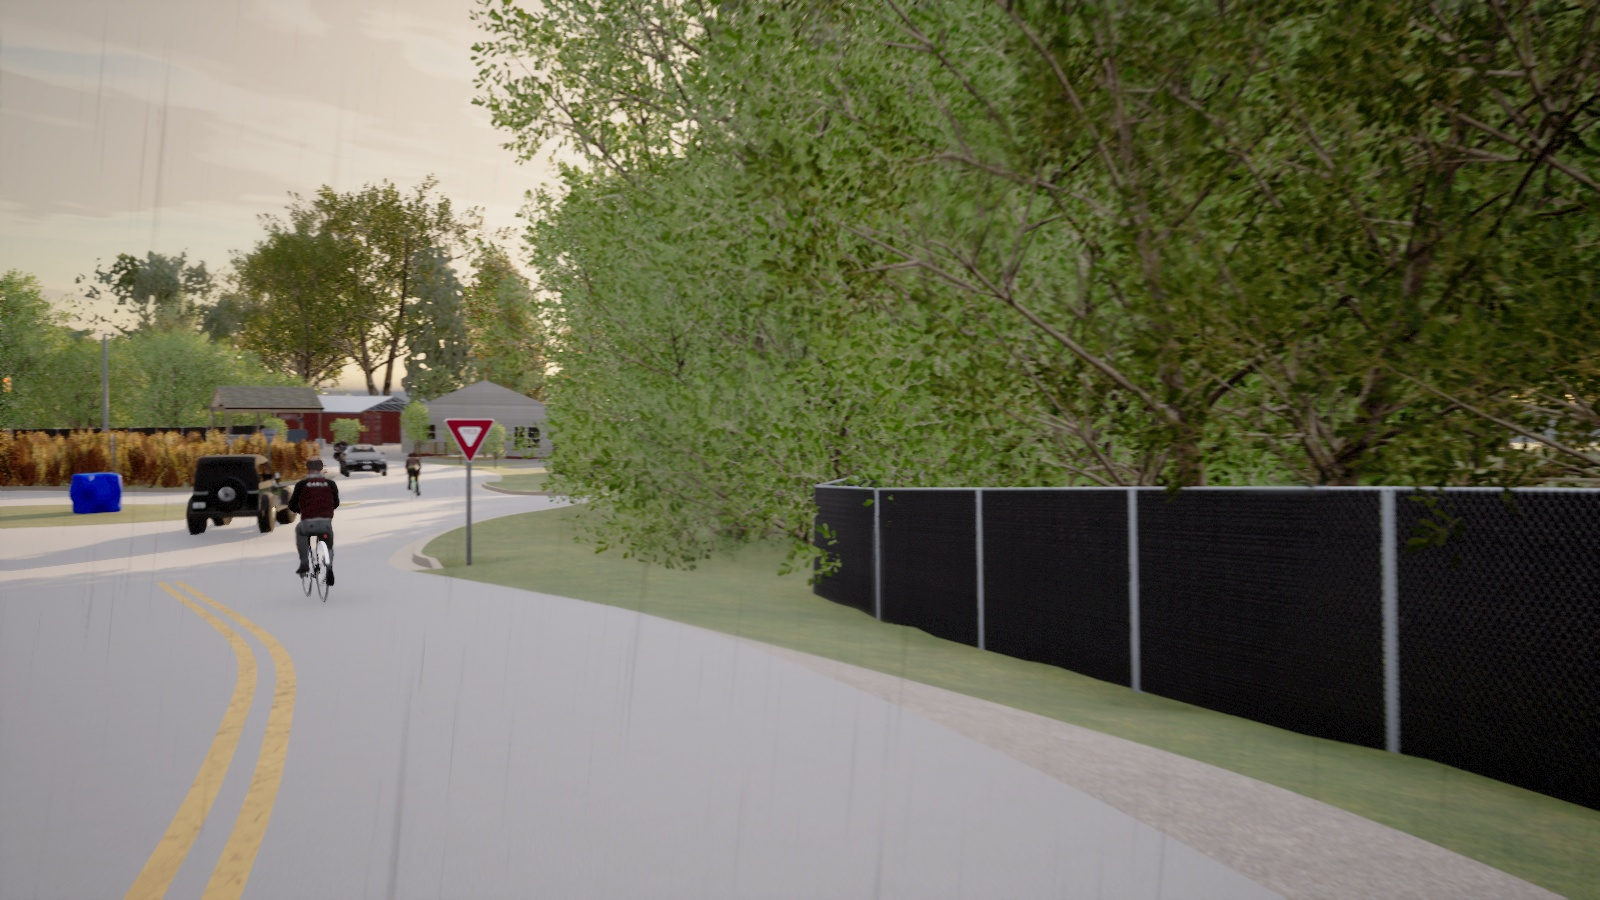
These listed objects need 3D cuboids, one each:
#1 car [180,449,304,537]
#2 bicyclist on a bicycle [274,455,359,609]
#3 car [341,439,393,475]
[{"bbox_3d":[-13.721,0.995,31.121,1.905,1.878,3.866,-1,2,-10],"label":"car"},{"bbox_3d":[-5.994,0.981,15.510,0.659,1.776,1.843,-1,-2,-31],"label":"bicyclist on a bicycle"},{"bbox_3d":[-23.014,0.324,66.613,2.152,1.651,5.027,-1,2,-24],"label":"car"}]
